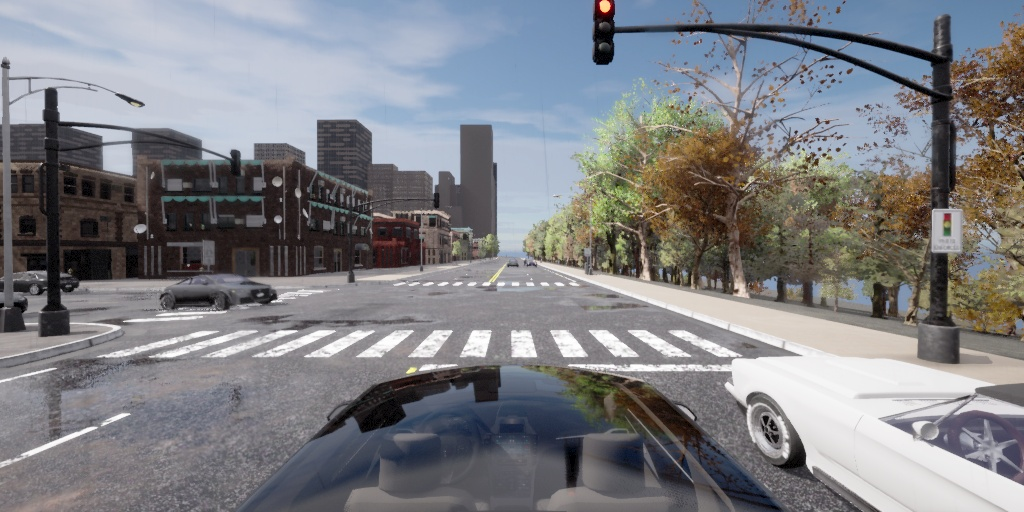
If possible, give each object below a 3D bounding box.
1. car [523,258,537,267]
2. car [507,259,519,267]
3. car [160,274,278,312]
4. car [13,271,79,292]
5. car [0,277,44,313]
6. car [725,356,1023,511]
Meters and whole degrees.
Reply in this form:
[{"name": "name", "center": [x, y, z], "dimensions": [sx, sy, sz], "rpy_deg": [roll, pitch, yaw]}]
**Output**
[{"name": "car", "center": [3.417, 1.327, 63.712], "dimensions": [1.895, 1.301, 4.718], "rpy_deg": [0, 0, 0]}, {"name": "car", "center": [0.155, 1.290, 63.434], "dimensions": [1.994, 1.385, 4.181], "rpy_deg": [0, 0, 1]}, {"name": "car", "center": [-11.828, 1.416, 14.533], "dimensions": [4.181, 1.385, 1.994], "rpy_deg": [-2, 0, 13]}, {"name": "car", "center": [-28.260, 1.560, 21.096], "dimensions": [4.403, 1.370, 2.007], "rpy_deg": [0, 0, 0]}, {"name": "car", "center": [-19.936, 1.565, 12.575], "dimensions": [4.313, 1.339, 1.948], "rpy_deg": [0, 0, 0]}, {"name": "car", "center": [3.350, 1.351, 1.927], "dimensions": [1.895, 1.301, 4.718], "rpy_deg": [0, 0, 0]}]
